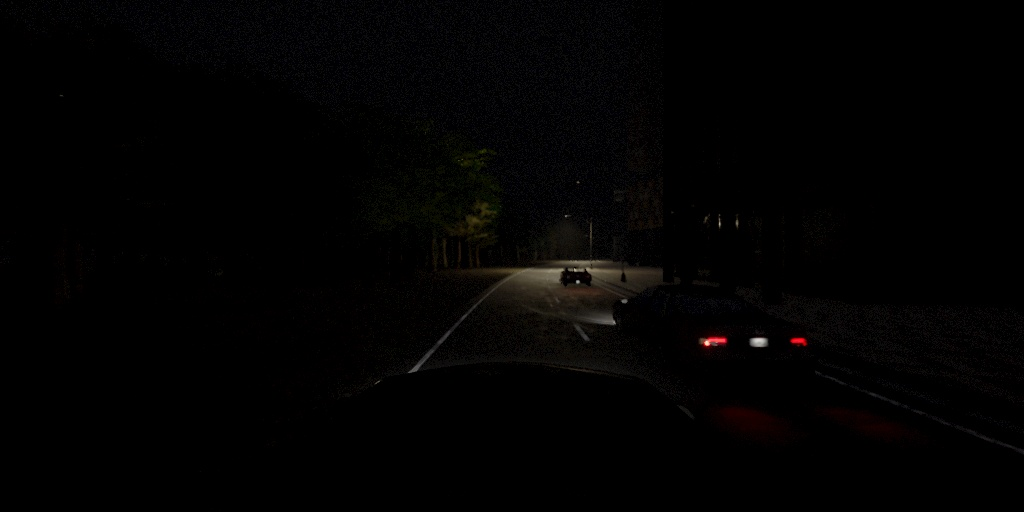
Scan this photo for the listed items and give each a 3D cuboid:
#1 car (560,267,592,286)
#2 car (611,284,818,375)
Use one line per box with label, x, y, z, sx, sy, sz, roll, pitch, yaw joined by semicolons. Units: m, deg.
car;4.544;1.436;26.045;1.895;1.301;4.718;0;0;4
car;3.681;1.326;7.783;2.033;1.411;5.357;0;0;1
